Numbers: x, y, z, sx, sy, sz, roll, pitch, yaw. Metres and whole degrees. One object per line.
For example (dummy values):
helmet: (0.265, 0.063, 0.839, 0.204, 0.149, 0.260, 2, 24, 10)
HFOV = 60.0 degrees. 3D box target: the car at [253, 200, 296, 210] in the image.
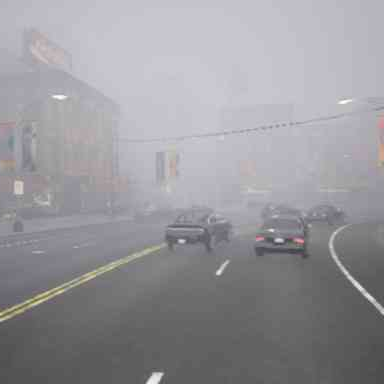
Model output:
car: (7.324, 1.625, 27.173, 2.128, 1.511, 4.902, -1, 0, 38)

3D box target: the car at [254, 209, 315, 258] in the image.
car: (3.642, 1.611, 13.096, 2.033, 1.411, 5.357, -1, 0, 19)

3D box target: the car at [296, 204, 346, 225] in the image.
car: (9.929, 1.632, 24.846, 2.033, 1.411, 5.357, -1, -1, 37)

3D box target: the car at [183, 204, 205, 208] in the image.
car: (0.062, 1.868, 34.423, 1.895, 1.301, 4.718, -1, -1, 42)

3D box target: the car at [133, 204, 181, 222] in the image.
car: (-3.189, 1.792, 29.703, 2.002, 1.452, 4.674, -1, -1, 32)

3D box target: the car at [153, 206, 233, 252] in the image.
car: (0.456, 1.603, 14.528, 2.128, 1.511, 4.902, -1, 0, 20)
